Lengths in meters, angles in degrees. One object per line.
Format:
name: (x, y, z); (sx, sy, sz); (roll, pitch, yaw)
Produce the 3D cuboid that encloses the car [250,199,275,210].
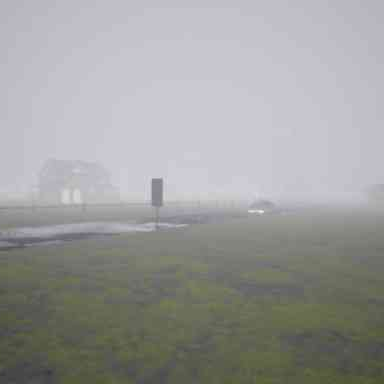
car: (9.059, 1.585, 42.748); (1.994, 1.385, 4.181); (1, 0, 36)
